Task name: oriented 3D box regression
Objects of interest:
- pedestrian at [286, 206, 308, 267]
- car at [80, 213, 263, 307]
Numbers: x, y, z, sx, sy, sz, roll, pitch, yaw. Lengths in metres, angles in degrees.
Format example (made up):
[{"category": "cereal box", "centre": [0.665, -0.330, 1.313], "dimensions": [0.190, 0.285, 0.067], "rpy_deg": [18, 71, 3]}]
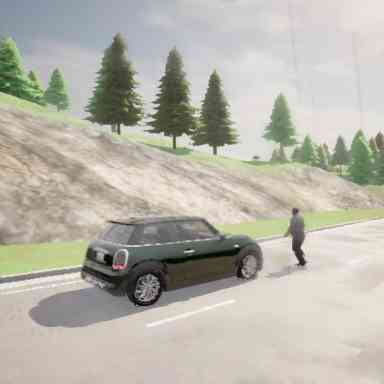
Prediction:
[{"category": "pedestrian", "centre": [3.182, 1.294, 10.014], "dimensions": [0.375, 1.860, 0.375], "rpy_deg": [0, 0, -42]}, {"category": "car", "centre": [-0.284, 1.353, 8.274], "dimensions": [4.553, 1.767, 2.097], "rpy_deg": [0, 0, -40]}]
